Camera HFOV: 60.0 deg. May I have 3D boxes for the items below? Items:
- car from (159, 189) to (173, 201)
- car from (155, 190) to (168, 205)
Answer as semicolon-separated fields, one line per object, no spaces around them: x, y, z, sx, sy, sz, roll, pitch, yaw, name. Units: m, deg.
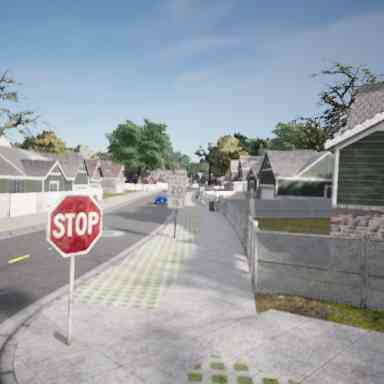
-4.302;0.400;56.048;2.097;1.767;4.553;3;2;-1;car
-3.879;0.851;44.432;1.882;1.535;5.008;2;1;-3;car
